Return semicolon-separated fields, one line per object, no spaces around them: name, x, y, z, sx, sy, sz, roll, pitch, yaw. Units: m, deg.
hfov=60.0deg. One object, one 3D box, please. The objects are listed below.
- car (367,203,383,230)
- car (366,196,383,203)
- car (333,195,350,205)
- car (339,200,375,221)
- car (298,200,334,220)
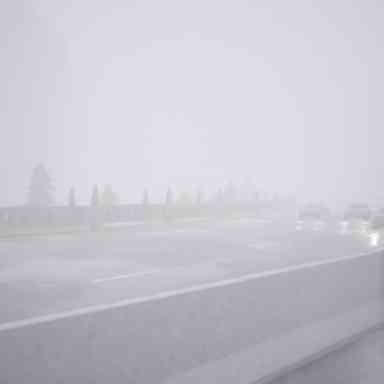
car;13.209;1.678;21.779;1.837;1.490;4.892;0;0;39
car;31.809;1.672;57.799;2.150;2.045;5.566;0;0;15
car;30.296;1.652;67.564;2.150;2.045;5.566;0;0;9
car;14.721;1.734;29.496;1.837;1.490;4.892;0;0;34
car;11.422;1.711;30.900;1.882;1.535;5.008;0;0;35
